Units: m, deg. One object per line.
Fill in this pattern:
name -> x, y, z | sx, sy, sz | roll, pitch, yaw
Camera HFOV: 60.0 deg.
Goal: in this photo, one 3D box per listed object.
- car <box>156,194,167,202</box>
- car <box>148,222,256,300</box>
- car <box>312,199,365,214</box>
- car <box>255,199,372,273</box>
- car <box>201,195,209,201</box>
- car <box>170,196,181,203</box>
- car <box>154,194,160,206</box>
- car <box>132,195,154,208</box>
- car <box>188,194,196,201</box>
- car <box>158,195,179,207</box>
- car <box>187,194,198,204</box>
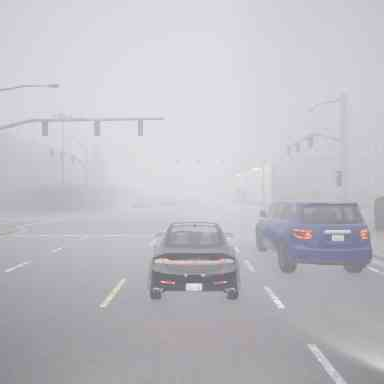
car -> -6.992, 1.355, 76.460 | 2.097, 1.767, 4.553 | 0, 0, 0
car -> 0.058, 1.492, 8.393 | 2.128, 1.511, 4.902 | 0, 0, 0
car -> 15.586, 1.560, 35.628 | 4.892, 1.490, 1.837 | 0, 0, 0
car -> 3.572, 1.221, 10.835 | 2.150, 2.045, 5.566 | 0, 0, 0
car -> 3.509, 1.525, 88.823 | 2.128, 1.511, 4.902 | 0, 0, 0
car -> -3.493, 1.540, 71.880 | 2.033, 1.411, 5.357 | 0, 0, 0
car -> -7.079, 1.352, 56.092 | 2.097, 1.767, 4.553 | 0, 0, 0
car -> -7.140, 1.352, 47.268 | 2.097, 1.767, 4.553 | 0, 0, 2
car -> 0.009, 1.355, 88.005 | 2.097, 1.767, 4.553 | 0, 0, 0
car -> -3.581, 1.547, 51.885 | 2.033, 1.411, 5.357 | 0, 0, 0
car -> 0.106, 1.491, 61.096 | 2.128, 1.511, 4.902 | 0, 0, 0
